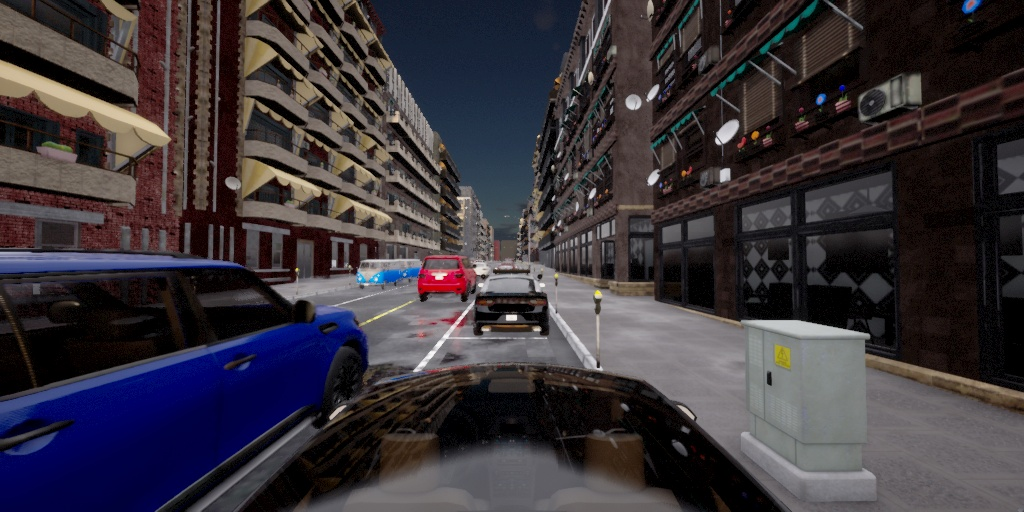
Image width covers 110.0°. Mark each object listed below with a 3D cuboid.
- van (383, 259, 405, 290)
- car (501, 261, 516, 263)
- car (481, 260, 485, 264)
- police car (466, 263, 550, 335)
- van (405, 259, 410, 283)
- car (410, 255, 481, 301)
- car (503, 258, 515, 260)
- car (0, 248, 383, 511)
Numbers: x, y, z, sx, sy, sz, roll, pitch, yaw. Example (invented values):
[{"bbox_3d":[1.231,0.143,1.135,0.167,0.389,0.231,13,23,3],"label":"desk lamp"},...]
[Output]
[{"bbox_3d":[-8.335,1.108,22.603,1.690,1.789,3.998,0,0,0],"label":"van"},{"bbox_3d":[-0.452,1.322,28.072,1.888,1.381,4.507,0,0,0],"label":"car"},{"bbox_3d":[-2.996,1.314,33.952,1.812,1.442,4.674,0,0,1],"label":"car"},{"bbox_3d":[-0.012,1.180,10.613,1.930,1.638,5.238,0,0,0],"label":"police car"},{"bbox_3d":[-8.335,1.118,28.134,1.690,1.789,3.998,0,0,0],"label":"van"},{"bbox_3d":[-3.011,0.986,17.620,2.150,2.045,5.566,0,0,0],"label":"car"},{"bbox_3d":[-0.445,1.240,39.134,1.967,1.591,4.097,0,0,0],"label":"car"},{"bbox_3d":[-3.021,0.974,2.513,2.150,2.045,5.566,0,0,0],"label":"car"}]
